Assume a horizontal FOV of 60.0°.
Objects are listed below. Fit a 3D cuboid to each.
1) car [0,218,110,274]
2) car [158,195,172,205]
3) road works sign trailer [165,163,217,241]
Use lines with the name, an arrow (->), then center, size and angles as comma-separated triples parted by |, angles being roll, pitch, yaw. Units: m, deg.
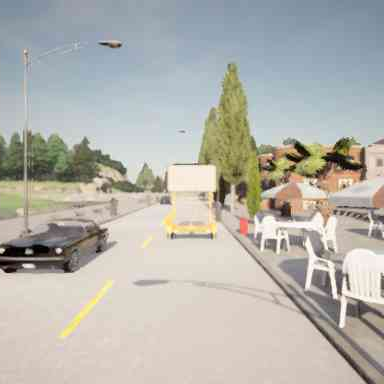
car -> -4.101, 1.558, 10.583 | 1.895, 1.301, 4.718 | 0, 0, 0
car -> -4.080, 1.296, 52.204 | 1.837, 1.490, 4.892 | 0, 0, 0
road works sign trailer -> -0.001, 0.399, 16.256 | 2.380, 3.560, 2.880 | 0, 0, 0
